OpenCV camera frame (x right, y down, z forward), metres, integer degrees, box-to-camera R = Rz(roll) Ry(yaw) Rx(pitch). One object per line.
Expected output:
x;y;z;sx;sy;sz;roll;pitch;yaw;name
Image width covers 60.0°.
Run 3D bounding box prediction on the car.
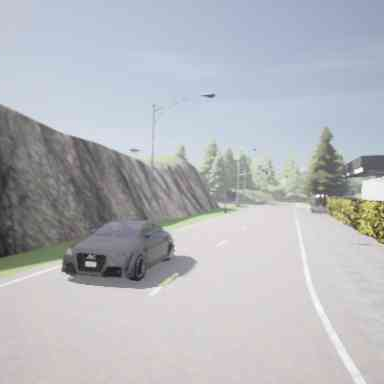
-1.935;1.553;9.875;1.994;1.385;4.181;1;0;14;car
